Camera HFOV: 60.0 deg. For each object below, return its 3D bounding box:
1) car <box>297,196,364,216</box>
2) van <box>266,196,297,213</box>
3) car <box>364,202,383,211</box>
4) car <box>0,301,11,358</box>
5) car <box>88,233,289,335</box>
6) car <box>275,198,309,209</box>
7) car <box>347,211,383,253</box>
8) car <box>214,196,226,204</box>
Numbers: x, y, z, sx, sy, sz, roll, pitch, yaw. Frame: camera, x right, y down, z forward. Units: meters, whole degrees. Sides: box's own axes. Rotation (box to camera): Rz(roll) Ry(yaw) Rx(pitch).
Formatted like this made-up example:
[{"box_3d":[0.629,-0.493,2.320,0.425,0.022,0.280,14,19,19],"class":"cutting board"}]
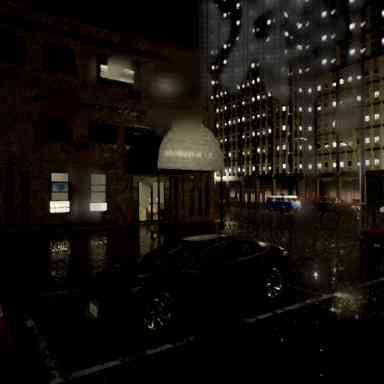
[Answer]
[{"box_3d":[13.091,1.308,31.715,2.192,1.841,5.009,0,0,-35],"class":"car"},{"box_3d":[9.927,1.326,36.263,1.690,1.788,3.998,0,0,-35],"class":"van"},{"box_3d":[19.972,1.499,36.502,2.008,1.369,4.403,0,0,-35],"class":"car"},{"box_3d":[-4.314,1.440,3.493,4.097,1.590,1.967,0,0,-35],"class":"car"},{"box_3d":[0.153,1.565,6.741,4.313,1.339,1.947,0,0,-35],"class":"car"},{"box_3d":[13.643,1.514,45.599,1.802,1.307,4.206,0,0,-35],"class":"car"},{"box_3d":[7.999,1.543,12.407,4.507,1.381,1.887,0,0,-35],"class":"car"},{"box_3d":[4.054,1.437,59.384,1.752,1.417,4.829,0,0,-35],"class":"car"}]
